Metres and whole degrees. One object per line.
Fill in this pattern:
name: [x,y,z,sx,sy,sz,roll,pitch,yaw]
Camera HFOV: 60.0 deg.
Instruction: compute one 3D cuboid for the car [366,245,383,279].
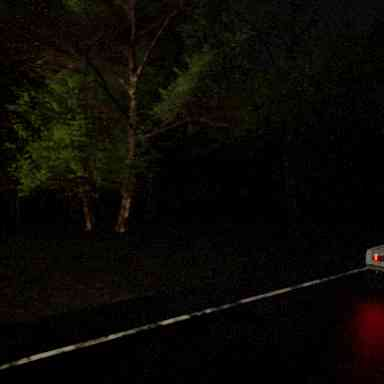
car: [6.524,1.555,8.482,4.718,1.301,1.895,0,0,-35]
